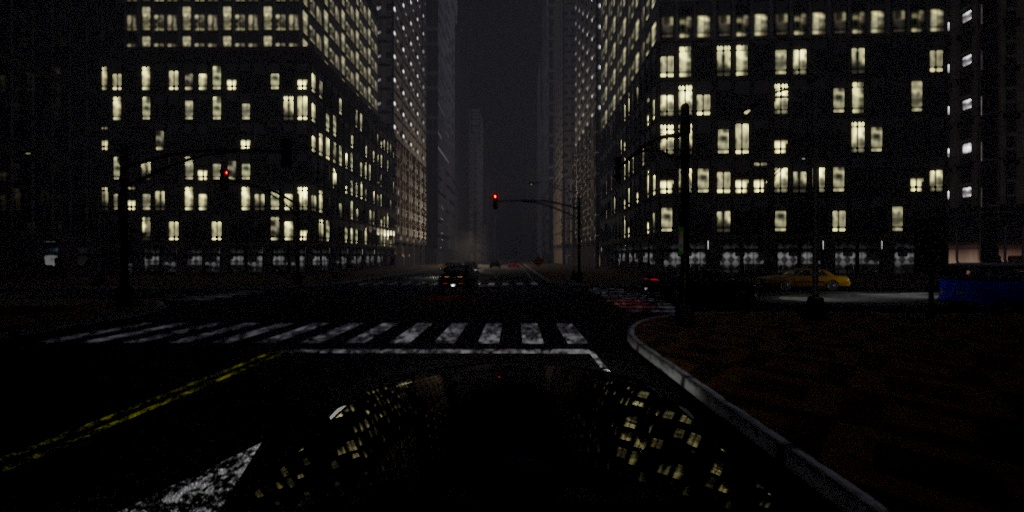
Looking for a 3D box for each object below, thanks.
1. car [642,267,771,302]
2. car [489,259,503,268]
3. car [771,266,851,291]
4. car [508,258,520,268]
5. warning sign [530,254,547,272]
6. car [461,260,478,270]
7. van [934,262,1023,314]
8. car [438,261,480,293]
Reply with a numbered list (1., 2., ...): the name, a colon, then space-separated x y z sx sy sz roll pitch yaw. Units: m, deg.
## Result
1. car: 8.462 1.261 16.261 4.902 1.511 2.128 0 0 -3
2. car: -2.969 1.367 63.621 1.837 1.490 4.892 0 0 0
3. car: 17.175 1.294 21.361 4.829 1.417 1.751 0 0 2
4. car: 0.285 1.466 64.470 1.895 1.301 4.718 0 0 0
5. warning sign: 3.029 0.912 41.413 1.300 1.860 1.060 0 0 0
6. car: -6.347 1.393 54.068 1.994 1.385 4.181 0 0 0
7. van: 18.408 1.120 13.184 3.998 1.789 1.690 0 0 2
8. car: -3.066 1.266 21.158 1.837 1.490 4.892 0 0 0
